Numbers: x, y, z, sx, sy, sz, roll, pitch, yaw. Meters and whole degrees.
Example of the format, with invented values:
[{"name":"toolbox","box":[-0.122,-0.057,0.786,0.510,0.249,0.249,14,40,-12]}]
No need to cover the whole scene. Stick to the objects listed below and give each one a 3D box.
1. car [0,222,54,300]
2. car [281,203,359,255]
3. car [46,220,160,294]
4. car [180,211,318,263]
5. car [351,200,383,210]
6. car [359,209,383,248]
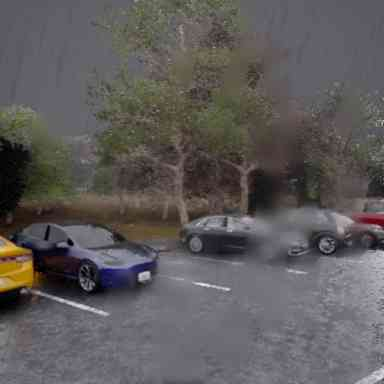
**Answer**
[{"name":"car","box":[-5.498,1.478,7.278,5.008,1.535,2.097,-1,-1,34]},{"name":"car","box":[4.264,1.484,14.072,4.553,1.767,2.185,-1,-1,35]},{"name":"car","box":[-3.050,1.539,8.983,4.792,1.488,2.163,-1,-1,35]},{"name":"car","box":[1.793,1.577,12.415,4.892,1.521,2.231,-1,-2,35]},{"name":"car","box":[9.126,1.431,17.456,5.566,2.045,2.435,-1,-1,36]},{"name":"car","box":[6.693,1.686,15.774,4.674,1.452,2.002,-1,-2,36]}]
